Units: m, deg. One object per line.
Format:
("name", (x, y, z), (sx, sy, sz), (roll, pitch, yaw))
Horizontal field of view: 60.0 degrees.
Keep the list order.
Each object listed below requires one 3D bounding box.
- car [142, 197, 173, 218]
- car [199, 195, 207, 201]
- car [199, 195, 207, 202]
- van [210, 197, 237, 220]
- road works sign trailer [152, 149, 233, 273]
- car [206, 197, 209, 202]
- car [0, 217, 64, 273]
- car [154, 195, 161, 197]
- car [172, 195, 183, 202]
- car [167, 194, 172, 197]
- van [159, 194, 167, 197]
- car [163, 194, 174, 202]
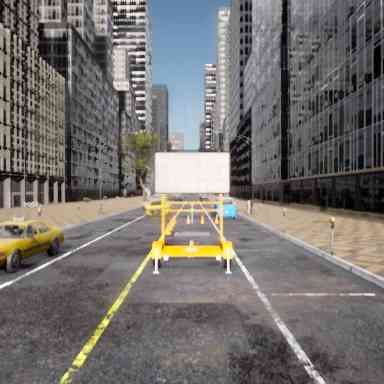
("car", (-3.072, 1.467, 30.662), (1.882, 1.535, 5.008), (0, 0, 0))
("car", (2.768, 1.523, 84.521), (1.887, 1.381, 4.507), (0, 0, 0))
("car", (2.757, 1.531, 73.185), (2.008, 1.369, 4.403), (0, 0, 0))
("van", (2.713, 1.331, 27.841), (1.690, 1.788, 3.998), (0, 0, 0))
("road works sign trailer", (0.009, 0.460, 10.577), (2.380, 3.560, 2.880), (0, 0, 0))
("car", (2.719, 1.514, 33.678), (1.752, 1.417, 4.829), (0, 0, 0))
("car", (-5.683, 1.521, 10.677), (1.752, 1.417, 4.829), (0, 0, 0))
("car", (-5.651, 1.511, 44.684), (1.752, 1.417, 4.829), (0, 0, 0))
("car", (-2.933, 1.574, 70.796), (1.895, 1.301, 4.718), (0, 0, 0))
("car", (-5.629, 1.532, 67.526), (2.008, 1.369, 4.403), (0, 0, 0))
("van", (-5.640, 1.324, 56.190), (1.690, 1.788, 3.998), (0, 0, 0))
("car", (-5.619, 1.294, 78.862), (2.192, 1.841, 5.009), (0, 0, 0))
